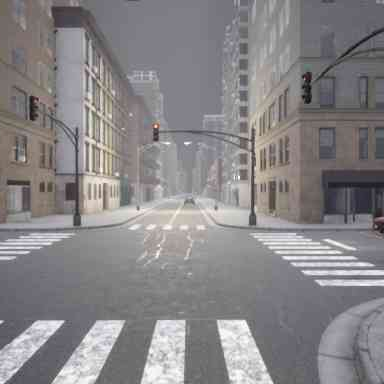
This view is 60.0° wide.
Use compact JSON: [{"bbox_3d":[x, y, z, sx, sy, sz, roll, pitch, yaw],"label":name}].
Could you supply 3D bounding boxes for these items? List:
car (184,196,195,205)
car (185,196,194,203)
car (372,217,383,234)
[{"bbox_3d":[-0.457,1.538,59.184,1.812,1.442,4.674,0,0,0],"label":"car"},{"bbox_3d":[-0.535,1.544,69.189,1.812,1.442,4.674,0,0,0],"label":"car"},{"bbox_3d":[11.644,1.529,16.987,4.507,1.381,1.887,0,0,0],"label":"car"}]
